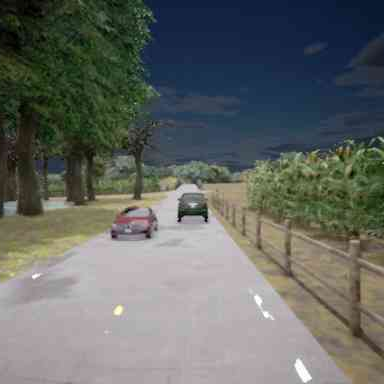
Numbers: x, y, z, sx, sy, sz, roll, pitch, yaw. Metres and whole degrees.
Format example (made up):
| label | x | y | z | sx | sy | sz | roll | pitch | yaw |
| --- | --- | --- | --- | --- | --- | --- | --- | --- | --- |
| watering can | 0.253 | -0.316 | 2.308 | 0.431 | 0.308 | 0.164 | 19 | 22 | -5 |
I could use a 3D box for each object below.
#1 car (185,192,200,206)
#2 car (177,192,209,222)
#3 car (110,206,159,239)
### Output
| label | x | y | z | sx | sy | sz | roll | pitch | yaw |
| --- | --- | --- | --- | --- | --- | --- | --- | --- | --- |
| car | 0.082 | 0.868 | 43.678 | 1.882 | 1.535 | 5.008 | 0 | 2 | 0 |
| car | 0.075 | 1.027 | 24.911 | 2.150 | 2.045 | 5.566 | 0 | 1 | 0 |
| car | -2.769 | 1.438 | 16.871 | 1.812 | 1.442 | 4.674 | 0 | 0 | 0 |
